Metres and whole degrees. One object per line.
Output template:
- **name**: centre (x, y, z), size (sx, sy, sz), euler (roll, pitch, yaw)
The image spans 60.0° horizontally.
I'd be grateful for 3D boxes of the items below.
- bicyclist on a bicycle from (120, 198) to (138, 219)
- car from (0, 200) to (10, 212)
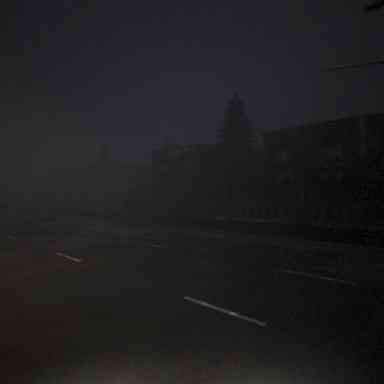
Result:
- **bicyclist on a bicycle**: centre (-4.955, 1.333, 26.298), size (1.656, 1.620, 0.582), euler (-1, 0, -42)
- **car**: centre (-24.460, 1.801, 41.944), size (1.882, 1.535, 5.008), euler (-1, 0, -42)
